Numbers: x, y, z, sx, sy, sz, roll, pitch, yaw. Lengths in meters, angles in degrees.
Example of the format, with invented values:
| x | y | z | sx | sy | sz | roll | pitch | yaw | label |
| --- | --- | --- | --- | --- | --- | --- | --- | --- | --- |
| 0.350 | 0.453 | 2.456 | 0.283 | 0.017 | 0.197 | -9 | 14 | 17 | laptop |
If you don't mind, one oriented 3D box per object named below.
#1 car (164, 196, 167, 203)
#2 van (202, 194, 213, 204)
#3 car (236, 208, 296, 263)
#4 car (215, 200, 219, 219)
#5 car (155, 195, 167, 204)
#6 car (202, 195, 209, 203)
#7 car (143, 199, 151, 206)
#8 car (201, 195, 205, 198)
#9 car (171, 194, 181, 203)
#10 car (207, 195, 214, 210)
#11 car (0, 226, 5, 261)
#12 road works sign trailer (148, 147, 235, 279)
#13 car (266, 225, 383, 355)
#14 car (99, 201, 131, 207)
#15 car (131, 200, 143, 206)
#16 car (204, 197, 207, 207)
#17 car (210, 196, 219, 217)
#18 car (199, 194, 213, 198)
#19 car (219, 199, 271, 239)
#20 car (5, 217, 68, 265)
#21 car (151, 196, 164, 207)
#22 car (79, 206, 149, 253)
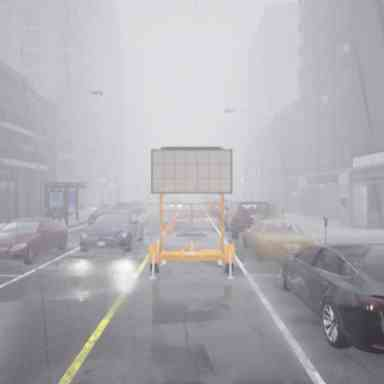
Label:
| x | y | z | sx | sy | sz | roll | pitch | yaw | label |
| --- | --- | --- | --- | --- | --- | --- | --- | --- | --- |
| -5.692 | 1.511 | 55.762 | 1.947 | 1.339 | 4.313 | 0 | 0 | 0 | car |
| 2.832 | 1.280 | 61.296 | 1.690 | 1.788 | 3.998 | 0 | 0 | 0 | van |
| 2.854 | 1.514 | 11.753 | 1.752 | 1.417 | 4.829 | 0 | 0 | 0 | car |
| 2.848 | 1.503 | 22.801 | 1.752 | 1.417 | 4.829 | 0 | 0 | 0 | car |
| -5.694 | 1.379 | 61.287 | 1.967 | 1.590 | 4.097 | 0 | 0 | 0 | car |
| 2.839 | 1.506 | 44.725 | 2.008 | 1.369 | 4.403 | 0 | 0 | 0 | car |
| -5.682 | 1.533 | 33.661 | 1.947 | 1.339 | 4.313 | 0 | 0 | 0 | car |
| 2.836 | 1.516 | 50.248 | 1.947 | 1.339 | 4.313 | 0 | 0 | 0 | car |
| -3.039 | 1.538 | 63.723 | 1.895 | 1.301 | 4.718 | 0 | 0 | 0 | car |
| 2.844 | 1.407 | 33.677 | 1.967 | 1.590 | 4.097 | 0 | 0 | 0 | car |
| -5.670 | 1.539 | 6.036 | 1.887 | 1.381 | 4.507 | 0 | 0 | 0 | car |
| -0.004 | 0.455 | 9.961 | 2.380 | 3.560 | 2.880 | 0 | 0 | 0 | road works sign trailer |
| 2.856 | 1.560 | 6.060 | 1.947 | 1.339 | 4.313 | 0 | 0 | 0 | car |
| -5.677 | 1.523 | 22.611 | 1.887 | 1.381 | 4.507 | 0 | 0 | 0 | car |
| -5.680 | 1.538 | 28.136 | 1.947 | 1.339 | 4.313 | 0 | 0 | 0 | car |
| 2.841 | 1.512 | 39.201 | 2.008 | 1.369 | 4.403 | 0 | 0 | 0 | car |
| 2.846 | 1.412 | 28.154 | 1.967 | 1.590 | 4.097 | 0 | 0 | 0 | car |
| 2.834 | 1.260 | 55.772 | 2.192 | 1.841 | 5.009 | 0 | 0 | 0 | car |
| 2.851 | 1.299 | 17.106 | 2.192 | 1.841 | 5.009 | 0 | 0 | 0 | car |
| -5.673 | 1.571 | 11.561 | 1.802 | 1.307 | 4.206 | 0 | 0 | 0 | car |
| -5.689 | 1.532 | 50.237 | 1.802 | 1.307 | 4.206 | 0 | 0 | 0 | car |
| -3.118 | 1.512 | 13.774 | 1.812 | 1.442 | 4.674 | 0 | 0 | 0 | car |
